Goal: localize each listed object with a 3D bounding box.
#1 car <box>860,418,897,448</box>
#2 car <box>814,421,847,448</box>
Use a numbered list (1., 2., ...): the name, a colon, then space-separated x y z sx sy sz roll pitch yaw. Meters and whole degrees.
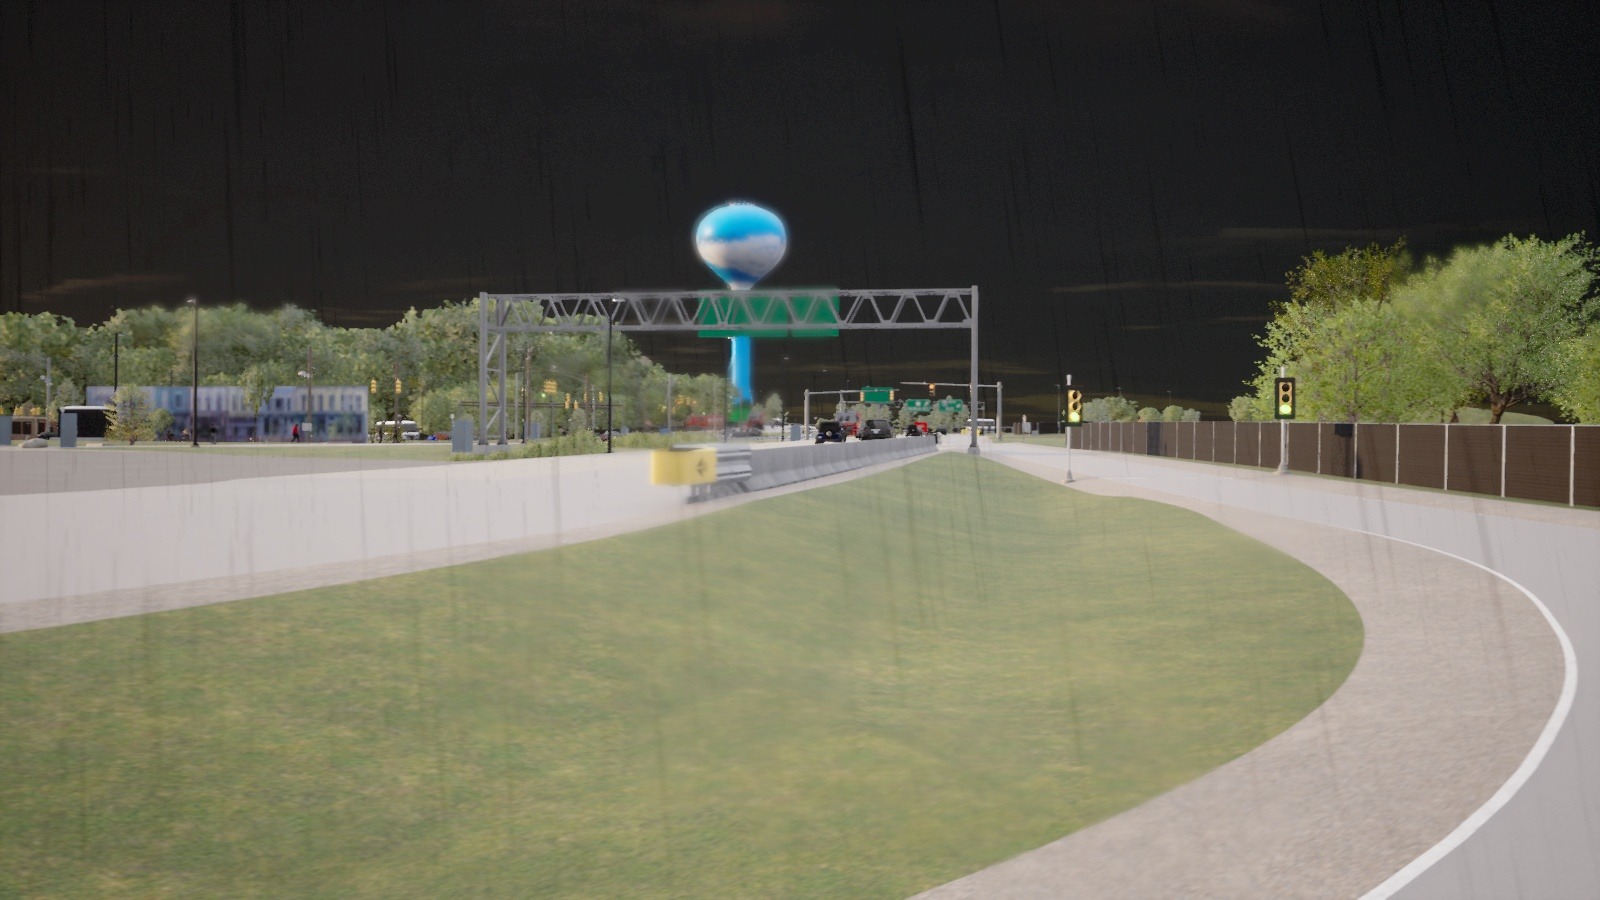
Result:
1. car: 5.598 -1.194 88.598 2.150 2.045 5.566 0 1 8
2. car: 2.235 -1.135 89.780 1.905 1.878 3.866 0 1 8
